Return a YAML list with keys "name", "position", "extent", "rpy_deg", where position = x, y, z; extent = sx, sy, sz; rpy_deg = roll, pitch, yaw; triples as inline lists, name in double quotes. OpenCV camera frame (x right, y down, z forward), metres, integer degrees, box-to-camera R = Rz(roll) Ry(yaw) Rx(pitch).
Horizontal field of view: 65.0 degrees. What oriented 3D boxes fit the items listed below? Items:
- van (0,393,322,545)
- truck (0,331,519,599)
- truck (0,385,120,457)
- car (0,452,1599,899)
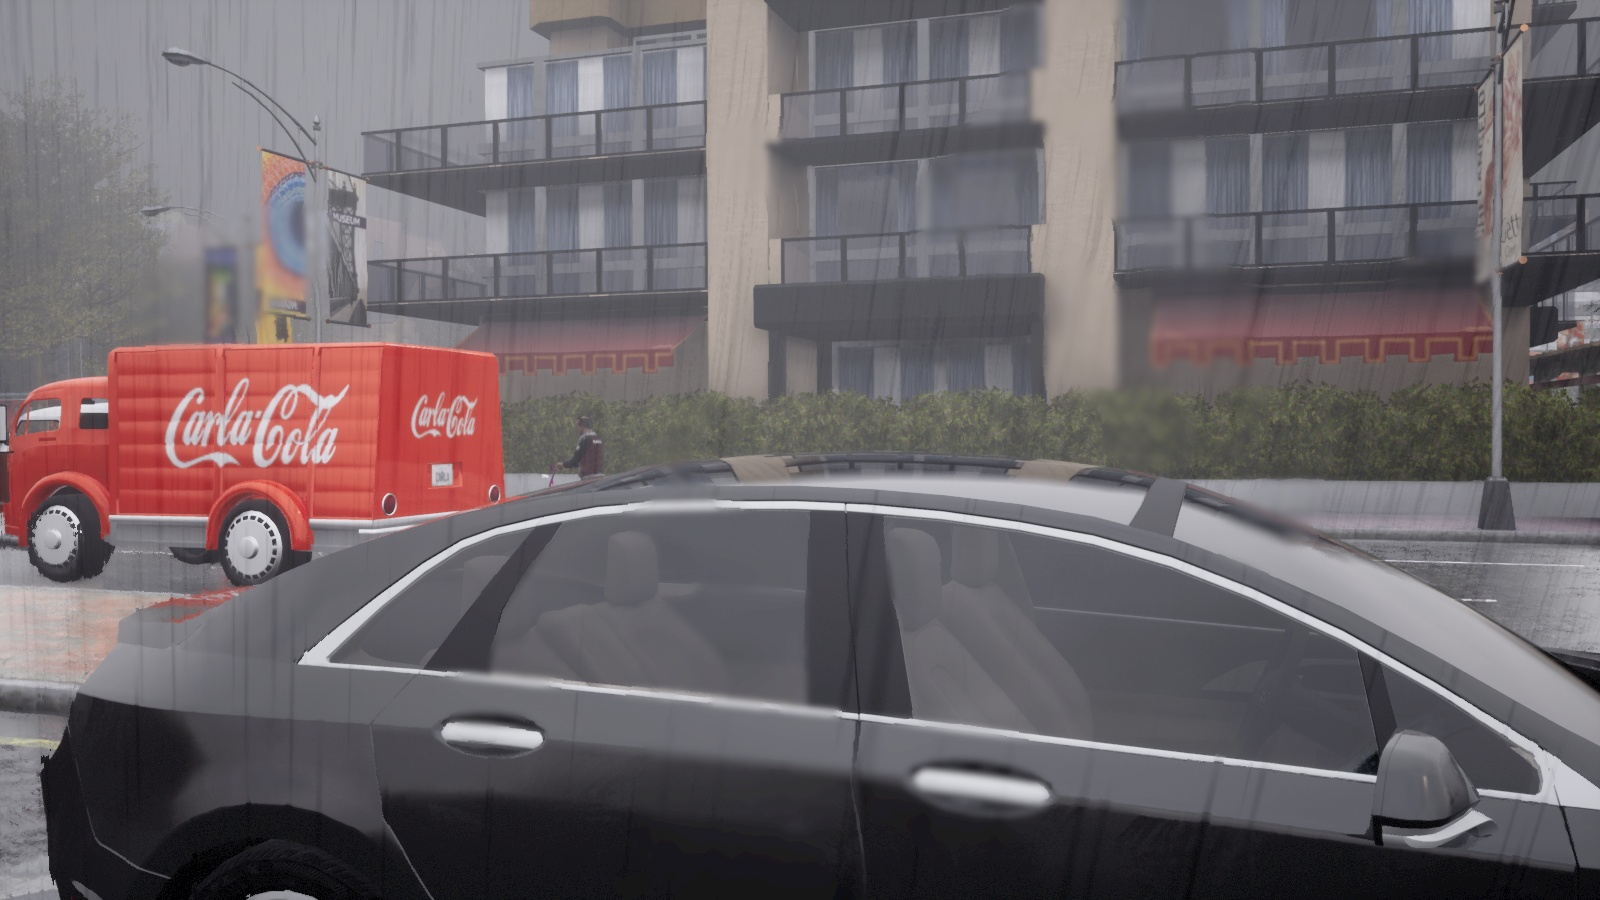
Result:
- name: "van"
  position: [-9.596, 0.218, 18.508]
  extent: [4.480, 2.038, 2.069]
  rpy_deg: [1, 1, 19]
- name: "truck"
  position: [-6.039, 0.099, 13.653]
  extent: [5.204, 2.467, 2.627]
  rpy_deg: [1, 1, 19]
- name: "truck"
  position: [-42.201, -1.612, 69.671]
  extent: [8.468, 3.827, 2.891]
  rpy_deg: [1, 1, 19]
- name: "car"
  position: [0.540, 0.785, 3.011]
  extent: [4.892, 1.490, 1.837]
  rpy_deg: [1, 1, 19]
